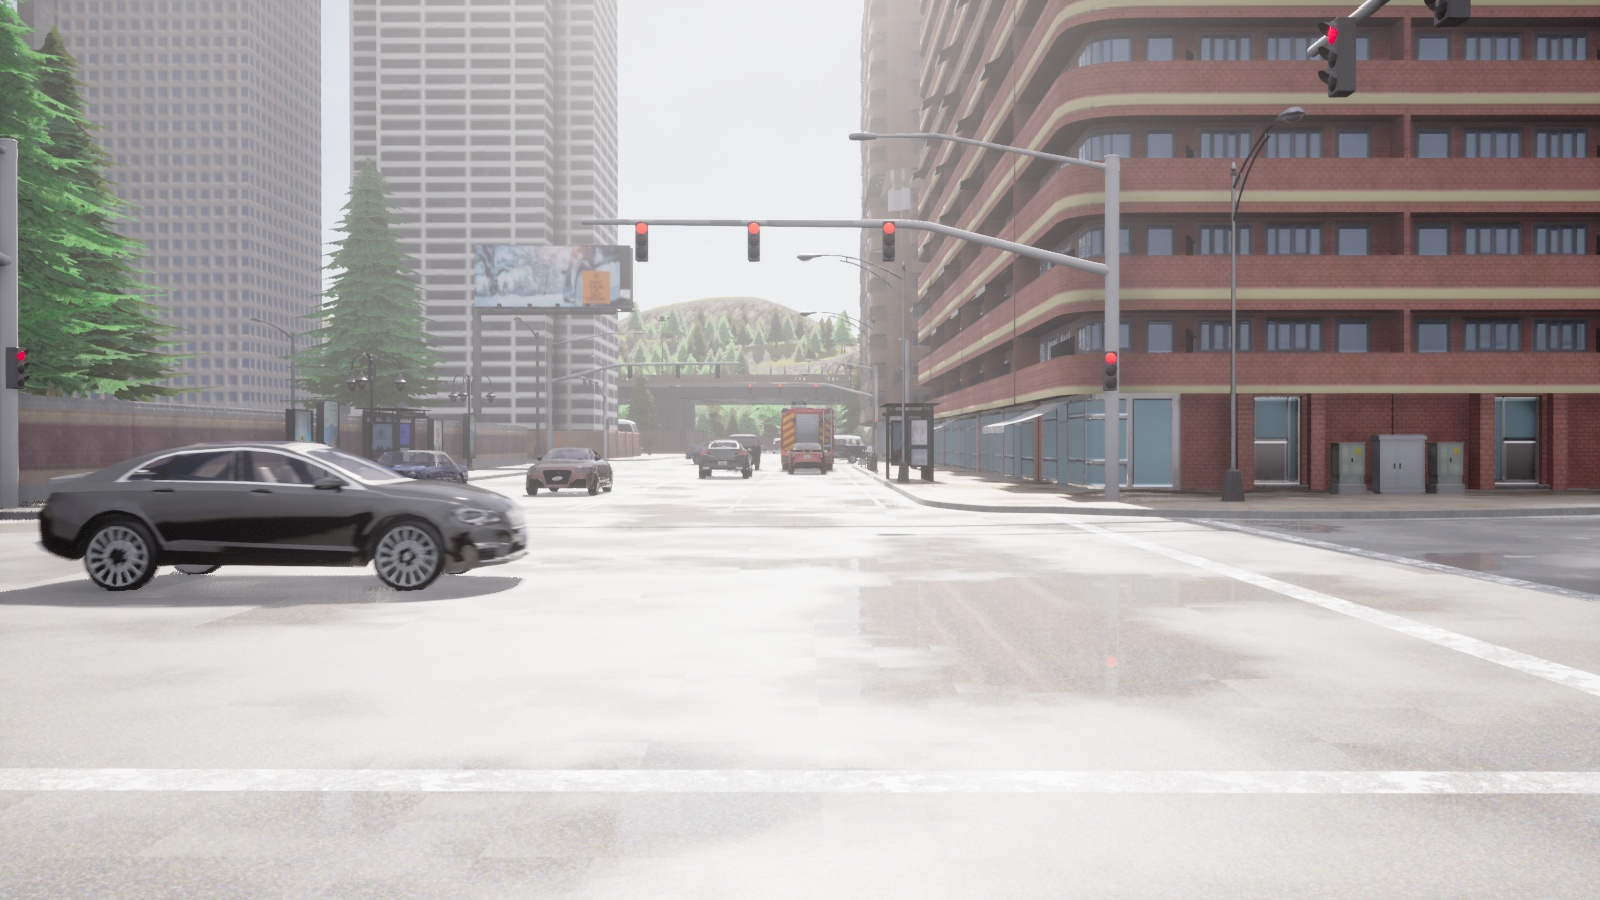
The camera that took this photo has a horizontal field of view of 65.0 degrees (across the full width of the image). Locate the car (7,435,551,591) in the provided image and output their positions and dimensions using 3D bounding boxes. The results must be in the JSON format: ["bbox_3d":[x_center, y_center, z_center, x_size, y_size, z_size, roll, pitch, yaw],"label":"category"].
[{"bbox_3d":[-5.313,0.613,13.359,4.902,1.511,2.128,0,0,0],"label":"car"}]

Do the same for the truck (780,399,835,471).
[{"bbox_3d":[0.412,-0.817,70.674,2.891,3.827,8.468,0,0,0],"label":"truck"}]

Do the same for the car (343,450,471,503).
[{"bbox_3d":[-10.299,0.651,33.270,1.895,1.301,4.718,0,0,0],"label":"car"}]

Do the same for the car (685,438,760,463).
[{"bbox_3d":[-5.289,0.033,86.439,5.027,1.651,2.152,0,0,1],"label":"car"}]

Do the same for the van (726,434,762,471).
[{"bbox_3d":[-3.095,0.104,69.619,1.775,1.987,4.442,0,0,0],"label":"van"}]

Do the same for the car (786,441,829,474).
[{"bbox_3d":[0.355,0.351,60.665,2.007,1.525,4.514,0,0,0],"label":"car"}]

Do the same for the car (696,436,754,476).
[{"bbox_3d":[-3.181,0.216,54.241,2.152,1.651,5.027,0,0,0],"label":"car"}]

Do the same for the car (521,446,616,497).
[{"bbox_3d":[-6.770,0.595,37.184,1.994,1.385,4.181,0,0,1],"label":"car"}]

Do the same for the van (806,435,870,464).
[{"bbox_3d":[2.685,-0.035,89.851,4.480,2.038,2.069,0,0,1],"label":"van"}]
